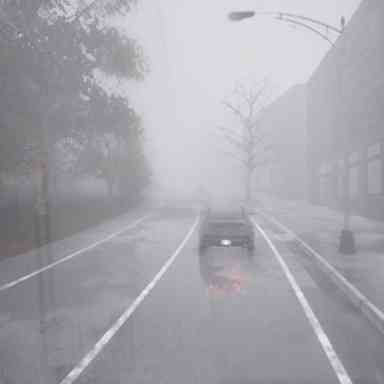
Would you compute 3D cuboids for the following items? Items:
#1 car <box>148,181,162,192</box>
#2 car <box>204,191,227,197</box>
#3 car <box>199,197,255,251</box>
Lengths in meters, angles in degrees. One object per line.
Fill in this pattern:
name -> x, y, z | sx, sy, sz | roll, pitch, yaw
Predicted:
car -> -7.139, -1.043, 63.303 | 2.150, 2.045, 5.566 | 2, 2, -17
car -> 2.062, 0.632, 28.299 | 1.812, 1.442, 4.674 | 0, 2, -1
car -> 1.321, 1.191, 12.694 | 1.837, 1.490, 4.892 | 0, 3, 6
